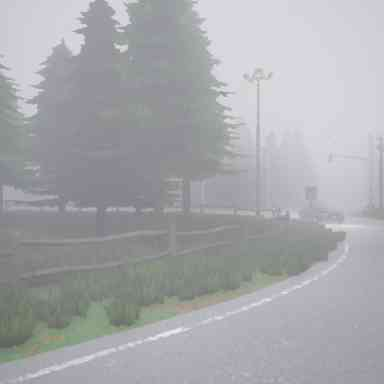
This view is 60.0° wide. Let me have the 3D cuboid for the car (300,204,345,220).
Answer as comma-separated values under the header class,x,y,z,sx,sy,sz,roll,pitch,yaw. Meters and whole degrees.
class,x,y,z,sx,sy,sz,roll,pitch,yaw
car,9.816,1.598,25.417,1.994,1.385,4.181,0,0,-6
